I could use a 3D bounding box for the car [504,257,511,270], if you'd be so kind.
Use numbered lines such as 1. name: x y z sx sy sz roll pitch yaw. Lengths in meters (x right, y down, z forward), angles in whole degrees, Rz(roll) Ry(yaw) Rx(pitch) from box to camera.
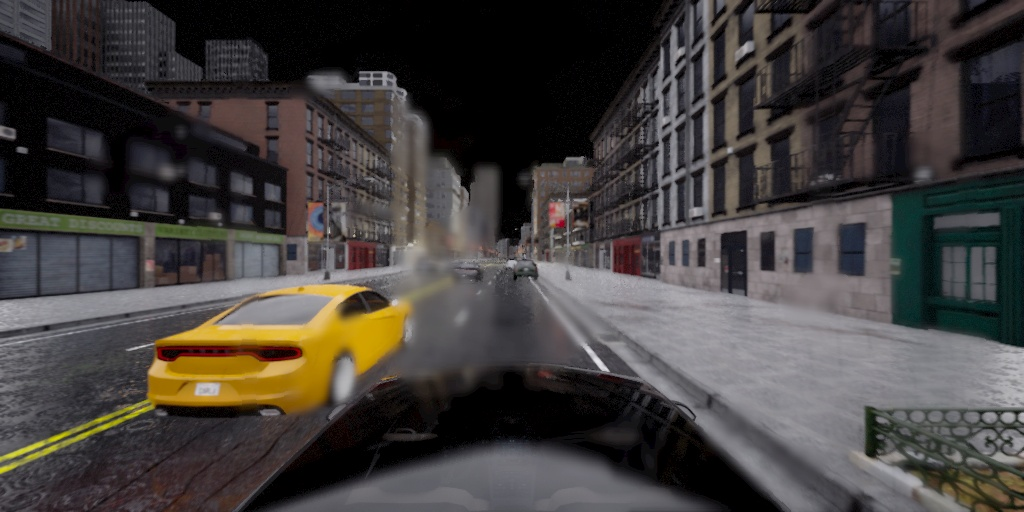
1. car: 0.016 1.225 51.311 1.812 1.442 4.674 0 0 0

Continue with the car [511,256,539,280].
1. car: 1.140 1.076 30.697 2.097 1.767 4.553 0 0 0

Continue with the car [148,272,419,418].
1. car: -3.150 1.224 6.185 1.882 1.535 5.008 0 0 0

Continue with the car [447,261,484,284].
1. car: -3.147 1.220 26.706 2.128 1.511 4.902 0 0 0

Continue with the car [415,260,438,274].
1. car: -9.826 1.204 41.555 2.128 1.511 4.902 0 0 0

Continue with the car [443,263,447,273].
1. car: -6.578 1.276 41.145 1.994 1.385 4.181 0 0 0
